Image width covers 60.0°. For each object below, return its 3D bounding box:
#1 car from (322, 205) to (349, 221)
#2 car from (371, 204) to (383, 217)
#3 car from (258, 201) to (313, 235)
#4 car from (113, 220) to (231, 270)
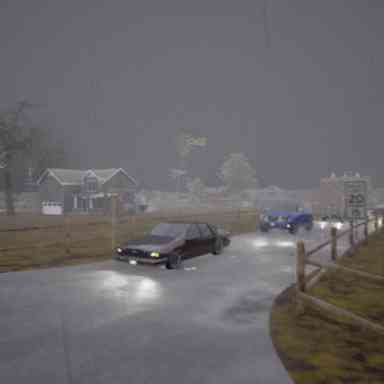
[{"bbox_3d":[14.563,2.121,33.671,1.837,1.490,4.892,0,-1,36],"label":"car"},{"bbox_3d":[23.477,2.277,41.115,1.882,1.535,5.008,0,-1,35],"label":"car"},{"bbox_3d":[6.440,1.623,22.300,2.150,2.045,5.566,0,-1,36],"label":"car"},{"bbox_3d":[-0.398,1.794,12.407,2.033,1.411,5.357,0,-1,32],"label":"car"}]
